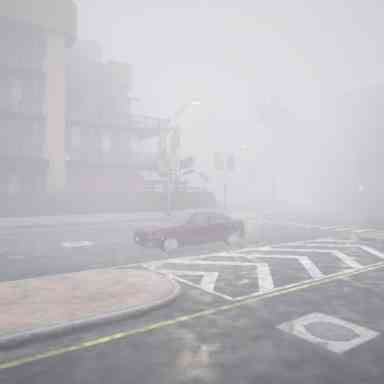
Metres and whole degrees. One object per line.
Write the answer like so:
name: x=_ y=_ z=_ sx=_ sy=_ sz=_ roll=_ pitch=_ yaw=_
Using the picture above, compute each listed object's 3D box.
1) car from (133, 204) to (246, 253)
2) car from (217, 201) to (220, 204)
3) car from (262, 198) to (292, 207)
car: x=0.006 y=1.477 z=13.810 sx=5.008 sy=1.535 sz=1.882 roll=0 pitch=0 yaw=-35
car: x=2.118 y=1.491 z=48.623 sx=2.128 sy=1.511 sz=4.902 roll=0 pitch=0 yaw=-35
car: x=13.050 y=1.601 z=51.641 sx=1.895 sy=1.301 sz=4.718 roll=0 pitch=0 yaw=-35
